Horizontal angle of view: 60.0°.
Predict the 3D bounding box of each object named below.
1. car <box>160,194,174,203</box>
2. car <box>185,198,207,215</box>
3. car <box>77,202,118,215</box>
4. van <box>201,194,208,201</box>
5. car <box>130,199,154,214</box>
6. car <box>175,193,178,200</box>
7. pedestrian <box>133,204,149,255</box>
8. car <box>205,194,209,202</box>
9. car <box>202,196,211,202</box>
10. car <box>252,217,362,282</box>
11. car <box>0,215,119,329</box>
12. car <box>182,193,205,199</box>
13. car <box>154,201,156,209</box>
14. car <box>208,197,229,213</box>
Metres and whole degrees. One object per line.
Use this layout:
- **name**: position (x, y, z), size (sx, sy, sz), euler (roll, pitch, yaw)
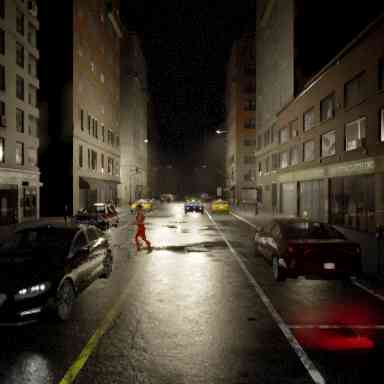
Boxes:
- **car**: position (-5.374, 1.327, 68.320), size (2.192, 1.841, 5.009), euler (0, 0, 0)
- **car**: position (0.229, 1.599, 34.050), size (1.895, 1.301, 4.718), euler (0, 0, 0)
- **car**: position (-5.587, 1.437, 19.444), size (1.967, 1.590, 4.097), euler (0, 0, 0)
- **van**: position (3.223, 1.363, 84.787), size (1.690, 1.788, 3.998), euler (0, 0, 0)
- **car**: position (-5.515, 1.523, 35.851), size (1.752, 1.417, 4.829), euler (0, 0, 0)
- **car**: position (-5.302, 1.462, 84.824), size (1.967, 1.590, 4.097), euler (0, 0, 0)
- **pedestrian**: position (-1.846, 1.293, 11.972), size (0.375, 1.860, 0.375), euler (0, 0, -10)
- **car**: position (3.152, 1.557, 68.282), size (1.887, 1.381, 4.507), euler (0, 0, 0)
- **car**: position (3.176, 1.581, 73.784), size (1.947, 1.339, 4.313), euler (0, 0, 0)
- **car**: position (3.041, 1.477, 9.811), size (1.882, 1.535, 5.008), euler (0, 0, 0)
- **car**: position (-3.070, 1.490, 7.252), size (2.128, 1.511, 4.902), euler (0, 0, 0)
- **car**: position (0.190, 1.222, 43.991), size (2.150, 2.045, 5.566), euler (0, 0, 0)
- **car**: position (-5.490, 1.550, 41.546), size (2.008, 1.369, 4.403), euler (0, 0, 0)
- **car**: position (3.012, 1.524, 36.153), size (1.752, 1.417, 4.829), euler (0, 0, 0)
